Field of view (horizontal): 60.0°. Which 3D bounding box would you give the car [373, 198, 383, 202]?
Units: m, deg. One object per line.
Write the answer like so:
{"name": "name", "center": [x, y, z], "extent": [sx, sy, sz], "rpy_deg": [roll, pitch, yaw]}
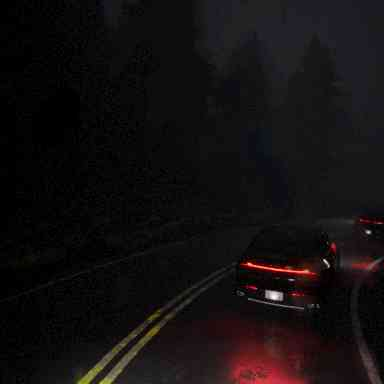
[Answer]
{"name": "car", "center": [12.430, 1.119, 20.987], "extent": [4.181, 1.385, 1.994], "rpy_deg": [-2, 5, -29]}

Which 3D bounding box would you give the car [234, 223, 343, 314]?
{"name": "car", "center": [2.426, 1.503, 7.857], "extent": [1.837, 1.490, 4.892], "rpy_deg": [2, 1, 25]}

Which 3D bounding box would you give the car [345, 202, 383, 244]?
{"name": "car", "center": [9.478, 1.409, 15.352], "extent": [4.892, 1.490, 1.837], "rpy_deg": [-1, 5, -33]}
